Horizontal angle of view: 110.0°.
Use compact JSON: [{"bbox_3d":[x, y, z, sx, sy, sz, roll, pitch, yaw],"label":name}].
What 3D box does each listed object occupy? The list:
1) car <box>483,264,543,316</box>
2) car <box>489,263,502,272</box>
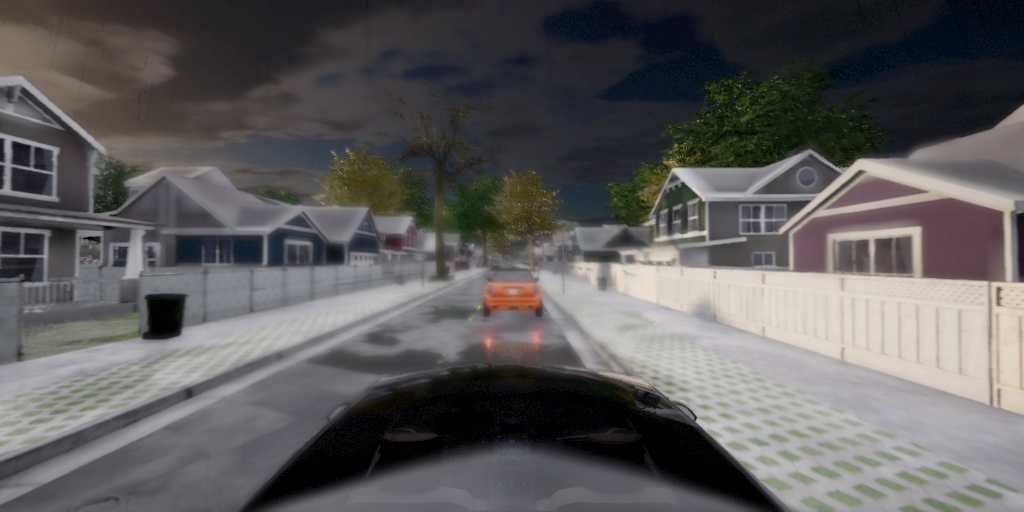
[{"bbox_3d":[0.047,1.235,14.215,2.097,1.767,4.553,0,-1,0],"label":"car"},{"bbox_3d":[-2.785,1.967,60.664,1.994,1.385,4.181,0,-1,1],"label":"car"}]
